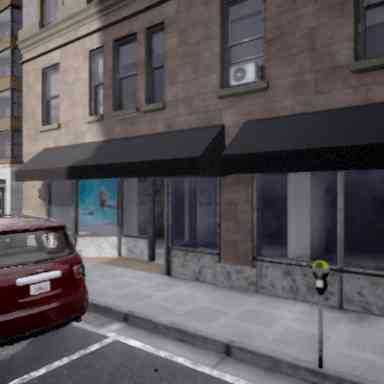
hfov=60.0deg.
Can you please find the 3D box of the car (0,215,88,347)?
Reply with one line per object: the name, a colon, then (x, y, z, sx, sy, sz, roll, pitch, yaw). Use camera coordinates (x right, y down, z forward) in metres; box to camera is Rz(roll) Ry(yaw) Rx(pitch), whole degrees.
car: (-3.894, 1.320, 5.673, 5.009, 1.841, 2.192, 0, 0, 36)
